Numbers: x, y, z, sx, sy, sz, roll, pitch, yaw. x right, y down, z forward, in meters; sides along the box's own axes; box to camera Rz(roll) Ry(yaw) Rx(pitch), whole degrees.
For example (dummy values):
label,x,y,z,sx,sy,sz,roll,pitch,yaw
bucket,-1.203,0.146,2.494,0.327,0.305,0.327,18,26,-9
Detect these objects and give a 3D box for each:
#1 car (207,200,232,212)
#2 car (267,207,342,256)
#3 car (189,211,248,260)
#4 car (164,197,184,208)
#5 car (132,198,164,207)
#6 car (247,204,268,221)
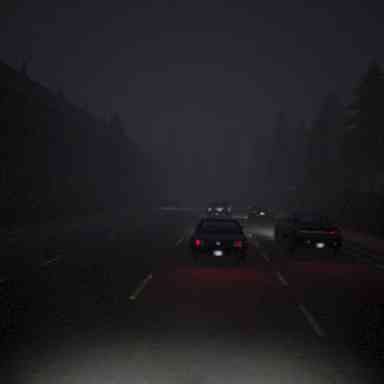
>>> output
label,x,y,z,sx,sy,sz,roll,pitch,yaw
car,2.416,1.488,28.863,2.097,1.767,4.553,1,0,5
car,4.662,1.630,13.900,2.128,1.511,4.902,1,0,5
car,1.047,1.662,12.780,1.895,1.301,4.718,1,0,5
car,-3.185,1.569,51.332,1.882,1.535,5.008,2,-1,-40
car,-6.857,1.614,50.164,4.718,1.301,1.895,1,0,44
car,5.970,1.775,29.351,1.994,1.385,4.181,1,0,5
